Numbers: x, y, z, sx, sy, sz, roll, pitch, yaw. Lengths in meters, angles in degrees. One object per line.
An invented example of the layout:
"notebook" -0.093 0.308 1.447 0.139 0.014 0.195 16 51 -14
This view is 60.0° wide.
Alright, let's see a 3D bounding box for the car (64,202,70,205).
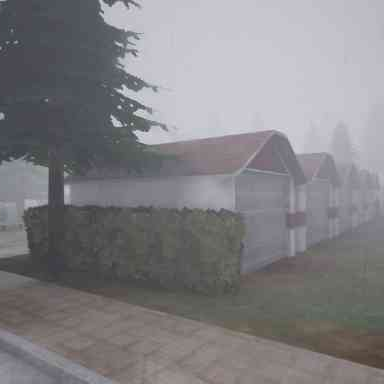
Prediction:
"car" -8.670 1.738 24.846 2.150 2.045 5.566 -1 -1 36
